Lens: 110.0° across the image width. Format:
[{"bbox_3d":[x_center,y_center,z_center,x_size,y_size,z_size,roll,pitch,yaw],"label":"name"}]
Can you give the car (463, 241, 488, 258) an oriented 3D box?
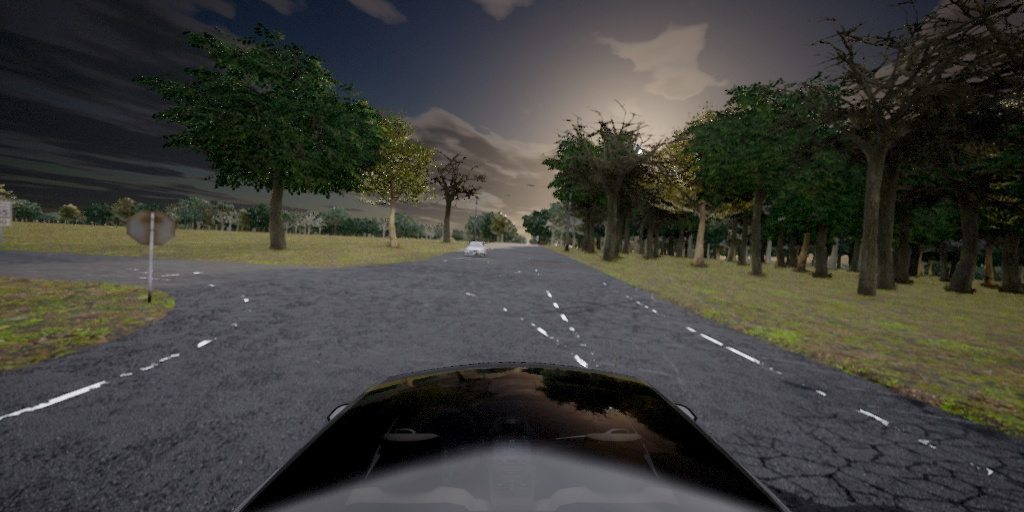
[{"bbox_3d":[-3.446,-0.684,35.060,1.812,1.442,4.674,3,4,0],"label":"car"}]
